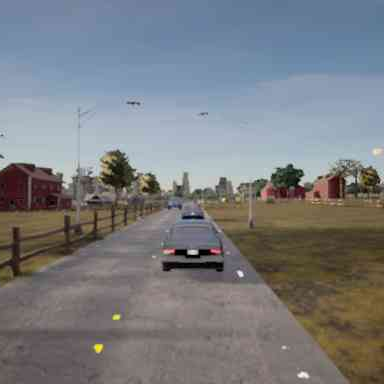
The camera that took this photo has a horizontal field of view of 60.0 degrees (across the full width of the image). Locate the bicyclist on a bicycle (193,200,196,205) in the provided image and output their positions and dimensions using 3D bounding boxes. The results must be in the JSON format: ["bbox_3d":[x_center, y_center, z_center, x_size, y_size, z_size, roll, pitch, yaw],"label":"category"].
[{"bbox_3d":[0.770,2.677,82.042,0.582,1.620,1.656,0,-2,0],"label":"bicyclist on a bicycle"}]

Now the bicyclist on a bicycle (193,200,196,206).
[{"bbox_3d":[0.767,2.880,91.039,0.866,1.612,1.509,0,-1,0],"label":"bicyclist on a bicycle"}]

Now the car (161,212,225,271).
[{"bbox_3d":[0.044,1.624,11.095,2.033,1.411,5.357,0,0,1],"label":"car"}]

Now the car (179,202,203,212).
[{"bbox_3d":[0.077,1.847,30.584,1.994,1.385,4.181,0,-1,0],"label":"car"}]

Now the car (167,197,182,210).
[{"bbox_3d":[-2.809,1.884,54.171,2.150,2.045,5.566,0,-1,0],"label":"car"}]
